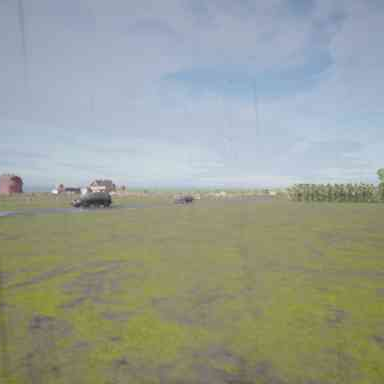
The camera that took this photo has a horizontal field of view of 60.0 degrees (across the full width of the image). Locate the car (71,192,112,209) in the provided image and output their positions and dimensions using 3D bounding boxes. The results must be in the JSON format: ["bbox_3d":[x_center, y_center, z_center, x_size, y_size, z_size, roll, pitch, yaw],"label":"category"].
[{"bbox_3d":[-12.979,1.059,43.386,2.150,2.045,5.566,1,1,34],"label":"car"}]

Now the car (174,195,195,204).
[{"bbox_3d":[-1.325,1.346,60.584,1.837,1.490,4.892,1,0,34],"label":"car"}]
